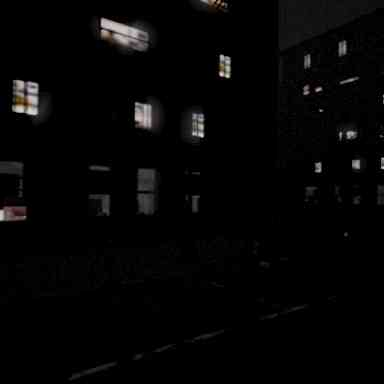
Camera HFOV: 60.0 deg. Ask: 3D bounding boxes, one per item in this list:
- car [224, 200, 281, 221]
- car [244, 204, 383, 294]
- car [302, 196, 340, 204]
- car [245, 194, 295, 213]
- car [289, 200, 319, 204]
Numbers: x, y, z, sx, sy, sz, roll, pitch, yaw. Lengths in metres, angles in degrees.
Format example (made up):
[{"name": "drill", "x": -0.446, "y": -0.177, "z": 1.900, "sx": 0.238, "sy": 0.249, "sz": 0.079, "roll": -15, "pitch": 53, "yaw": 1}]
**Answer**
[{"name": "car", "x": 4.783, "y": 1.434, "z": 26.756, "sx": 1.947, "sy": 1.339, "sz": 4.313, "roll": 2, "pitch": 0, "yaw": -36}, {"name": "car", "x": 3.745, "y": 1.399, "z": 9.230, "sx": 5.009, "sy": 1.841, "sz": 2.192, "roll": 1, "pitch": 0, "yaw": -36}, {"name": "car", "x": 11.602, "y": 1.284, "z": 31.640, "sx": 2.192, "sy": 1.841, "sz": 5.009, "roll": 2, "pitch": 0, "yaw": -36}, {"name": "car", "x": 8.386, "y": 1.184, "z": 36.130, "sx": 2.192, "sy": 1.841, "sz": 5.009, "roll": 2, "pitch": 0, "yaw": -36}, {"name": "car", "x": 7.605, "y": 1.514, "z": 27.416, "sx": 1.895, "sy": 1.301, "sz": 4.718, "roll": 1, "pitch": 1, "yaw": -36}]
